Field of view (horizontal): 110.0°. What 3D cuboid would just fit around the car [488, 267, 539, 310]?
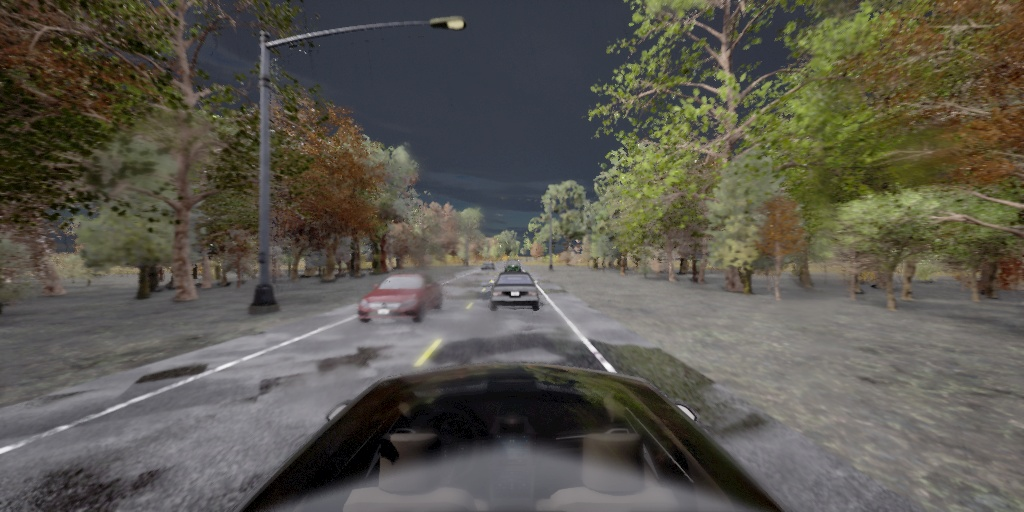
[{"bbox_3d":[0.105,1.354,14.889,2.033,1.411,5.357,0,0,0],"label":"car"}]

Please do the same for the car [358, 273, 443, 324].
[{"bbox_3d":[-3.595,1.323,12.377,1.812,1.442,4.674,0,0,0],"label":"car"}]

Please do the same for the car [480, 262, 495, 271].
[{"bbox_3d":[-3.542,1.533,53.522,1.994,1.385,4.181,0,0,0],"label":"car"}]

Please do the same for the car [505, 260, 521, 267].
[{"bbox_3d":[0.115,1.291,46.498,2.097,1.767,4.553,0,0,0],"label":"car"}]
